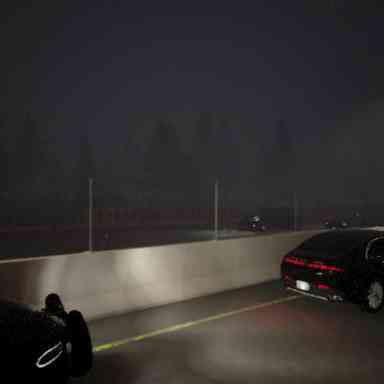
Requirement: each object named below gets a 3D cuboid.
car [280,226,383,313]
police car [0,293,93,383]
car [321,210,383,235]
[{"bbox_3d":[4.281,1.664,8.016,4.892,1.490,1.837,1,-1,-32],"label":"car"},{"bbox_3d":[-3.457,1.471,2.558,5.238,1.638,1.930,1,-1,-38],"label":"police car"},{"bbox_3d":[11.644,1.991,22.763,5.357,1.411,2.033,1,-1,-25],"label":"car"}]
